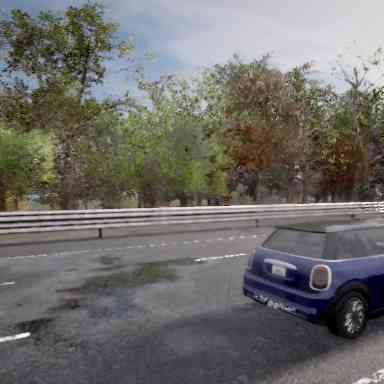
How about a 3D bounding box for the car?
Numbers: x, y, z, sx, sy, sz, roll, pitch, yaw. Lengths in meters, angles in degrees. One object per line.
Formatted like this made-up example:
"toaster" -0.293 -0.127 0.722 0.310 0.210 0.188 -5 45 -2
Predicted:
"car" 3.284 1.346 6.703 4.553 1.767 2.097 0 0 -31
